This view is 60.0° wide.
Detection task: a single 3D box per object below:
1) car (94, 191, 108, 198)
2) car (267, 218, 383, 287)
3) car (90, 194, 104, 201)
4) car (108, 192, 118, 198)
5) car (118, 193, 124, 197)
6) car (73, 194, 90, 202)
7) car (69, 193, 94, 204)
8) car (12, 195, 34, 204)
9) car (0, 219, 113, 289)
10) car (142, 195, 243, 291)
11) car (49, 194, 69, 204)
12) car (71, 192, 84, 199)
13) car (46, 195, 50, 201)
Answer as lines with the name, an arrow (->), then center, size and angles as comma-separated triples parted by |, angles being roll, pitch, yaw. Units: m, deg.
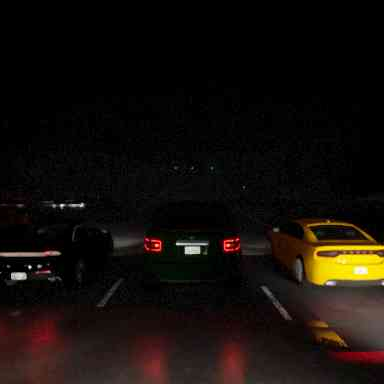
car -> -18.559, 1.077, 65.413 | 2.097, 1.767, 4.553 | 0, 0, -1
car -> 3.475, 1.469, 9.361 | 1.882, 1.535, 5.008 | 0, 0, 0
car -> -22.255, 1.181, 78.130 | 2.128, 1.511, 4.902 | 0, 0, -1
car -> -18.696, 1.215, 74.661 | 2.033, 1.411, 5.357 | 0, 0, -1
car -> -19.258, 0.956, 88.347 | 2.097, 1.767, 4.553 | 0, 0, -4
car -> -22.062, 1.195, 66.797 | 1.882, 1.535, 5.008 | 0, 0, -1
car -> -18.453, 1.342, 55.557 | 1.994, 1.385, 4.181 | 0, 0, -1
car -> -28.954, 1.246, 57.144 | 1.882, 1.535, 5.008 | 0, 0, -1
car -> -3.522, 1.484, 9.161 | 2.128, 1.511, 4.902 | 0, 0, 0
car -> -0.011, 1.213, 9.095 | 2.150, 2.045, 5.566 | 0, 0, 0
car -> -21.956, 1.337, 56.493 | 1.994, 1.385, 4.181 | 0, 0, -1
car -> -29.561, 0.969, 85.883 | 2.097, 1.767, 4.553 | 0, 0, -4
car -> -29.120, 1.199, 70.126 | 1.837, 1.490, 4.892 | 0, 0, -1
